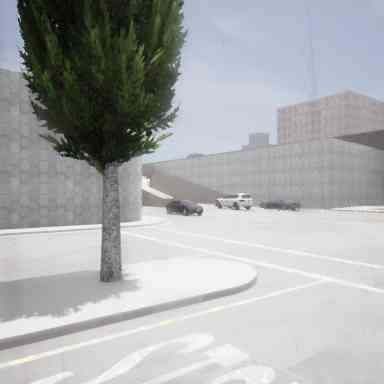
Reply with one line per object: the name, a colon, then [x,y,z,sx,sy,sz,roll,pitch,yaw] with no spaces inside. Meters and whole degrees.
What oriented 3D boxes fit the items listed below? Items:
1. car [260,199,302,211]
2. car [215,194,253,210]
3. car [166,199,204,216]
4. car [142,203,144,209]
car: [10.831,1.546,40.932,2.033,1.411,5.357,0,0,-35]
car: [5.344,1.220,42.685,2.150,2.045,5.566,0,0,-35]
car: [-0.788,1.504,32.766,1.837,1.490,4.892,0,0,-35]
car: [-7.948,1.504,43.050,1.837,1.490,4.892,0,0,-35]
